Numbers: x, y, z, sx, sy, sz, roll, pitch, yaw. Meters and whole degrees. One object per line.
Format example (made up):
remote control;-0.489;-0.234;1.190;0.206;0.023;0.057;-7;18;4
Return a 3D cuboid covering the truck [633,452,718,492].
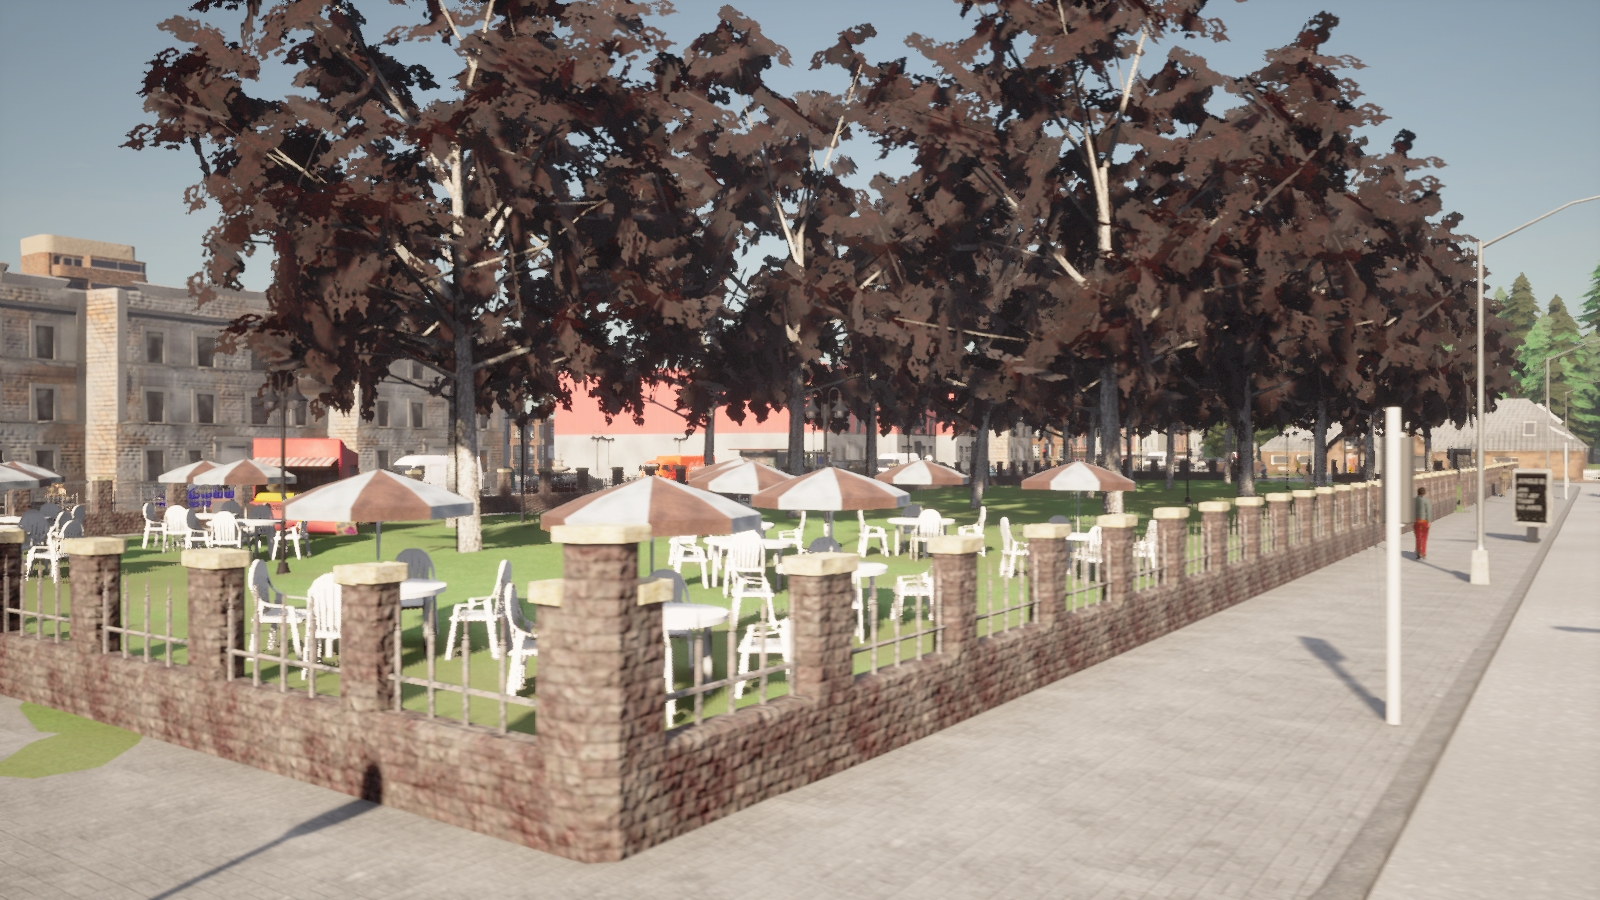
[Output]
truck;-7.909;1.348;73.161;2.627;2.467;5.204;0;0;35

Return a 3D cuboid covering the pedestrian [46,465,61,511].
pedestrian;-30.197;1.527;46.191;0.375;1.860;0.375;0;0;30

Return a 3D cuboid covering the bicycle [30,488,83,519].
bicycle;-28.463;2.040;43.740;0.859;1.080;1.487;0;0;35

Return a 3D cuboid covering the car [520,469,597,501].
car;-12.553;1.810;59.497;1.789;1.549;3.705;0;0;35

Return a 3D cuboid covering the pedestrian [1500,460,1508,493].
pedestrian;40.248;1.526;65.338;0.375;1.860;0.375;0;0;35

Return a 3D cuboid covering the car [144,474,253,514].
car;-25.338;1.822;48.199;1.845;1.501;3.633;0;0;35

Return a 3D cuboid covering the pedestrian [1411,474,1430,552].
pedestrian;15.142;1.525;27.880;0.375;1.860;0.375;0;0;37

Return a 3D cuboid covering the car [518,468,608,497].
car;-13.468;1.819;65.216;2.097;1.535;5.006;0;0;35

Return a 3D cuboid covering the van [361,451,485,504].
van;-18.877;1.319;57.472;1.988;2.561;5.915;0;0;35
